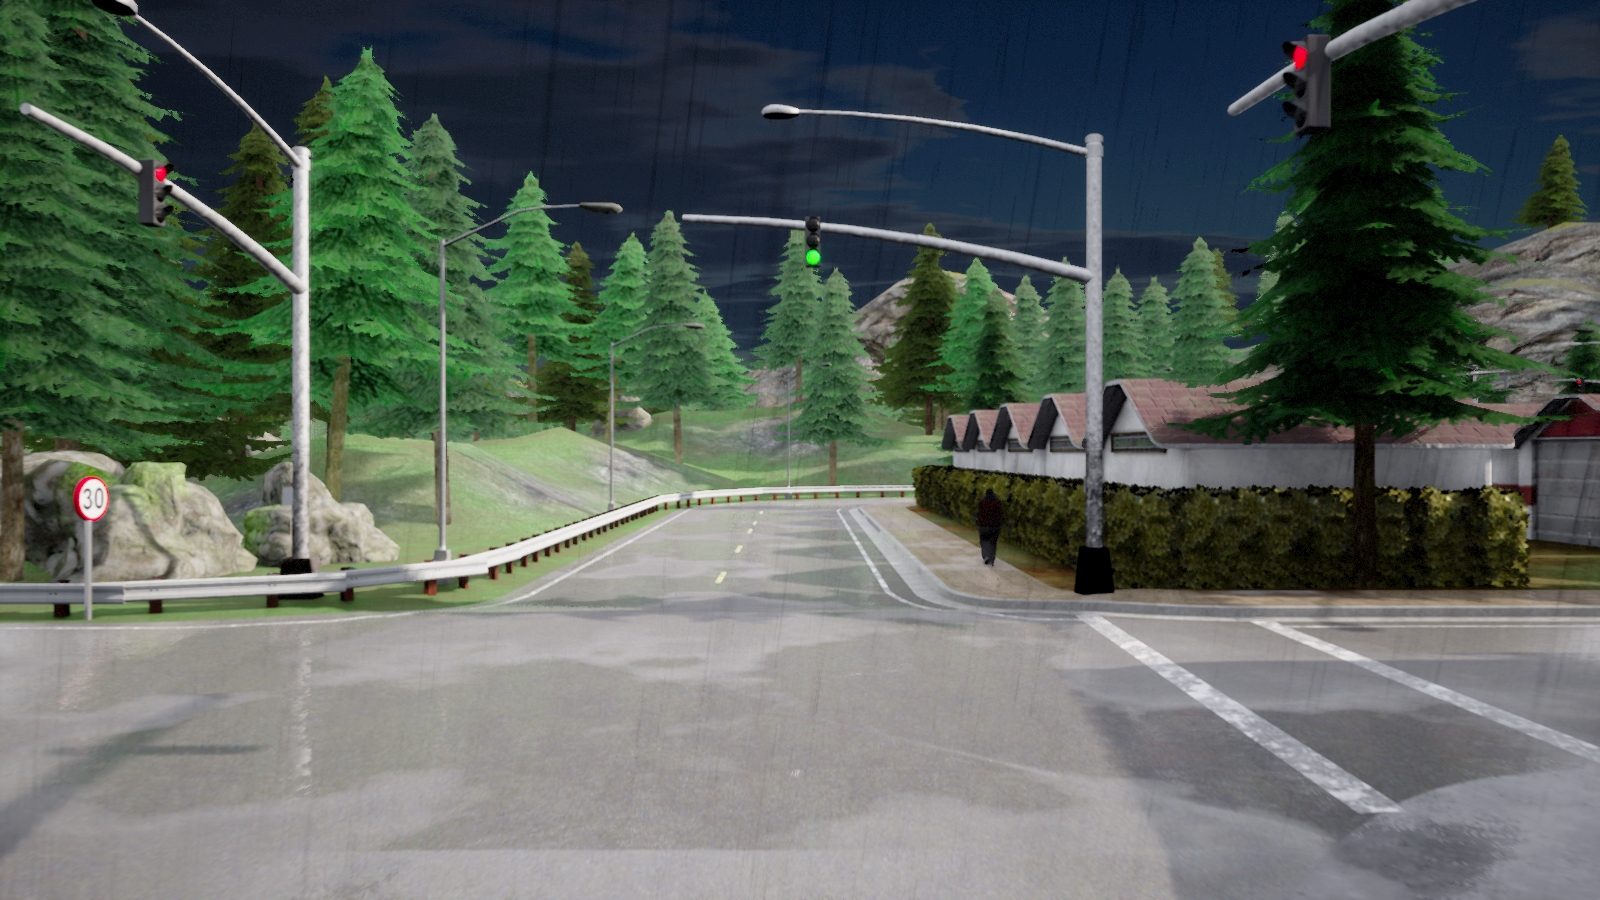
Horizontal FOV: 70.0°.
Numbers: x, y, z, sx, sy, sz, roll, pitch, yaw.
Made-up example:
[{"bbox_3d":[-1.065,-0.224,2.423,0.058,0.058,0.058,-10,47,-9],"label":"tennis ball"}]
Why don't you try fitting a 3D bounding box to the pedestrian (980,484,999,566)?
[{"bbox_3d":[4.342,1.712,26.135,0.375,1.860,0.375,0,0,0],"label":"pedestrian"}]
